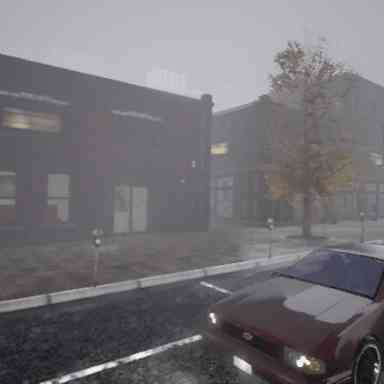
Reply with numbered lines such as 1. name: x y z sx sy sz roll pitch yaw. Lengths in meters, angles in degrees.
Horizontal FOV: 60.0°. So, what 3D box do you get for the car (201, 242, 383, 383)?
1. car: 2.749 1.569 5.269 5.357 1.411 2.033 0 0 -35
